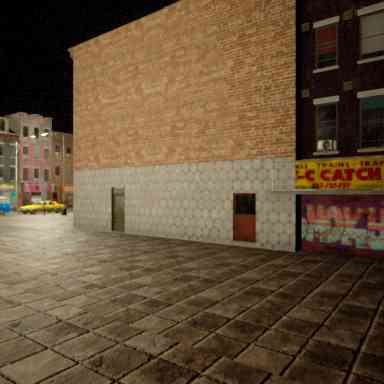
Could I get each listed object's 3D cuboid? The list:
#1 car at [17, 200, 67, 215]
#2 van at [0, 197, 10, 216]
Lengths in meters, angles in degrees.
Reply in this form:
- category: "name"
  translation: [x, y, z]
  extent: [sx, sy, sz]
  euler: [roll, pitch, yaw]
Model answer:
- category: "car"
  translation: [-15.331, 1.515, 34.184]
  extent: [1.752, 1.417, 4.829]
  euler: [0, 0, 36]
- category: "van"
  translation: [-18.511, 1.335, 29.768]
  extent: [1.690, 1.788, 3.998]
  euler: [0, 0, 36]
